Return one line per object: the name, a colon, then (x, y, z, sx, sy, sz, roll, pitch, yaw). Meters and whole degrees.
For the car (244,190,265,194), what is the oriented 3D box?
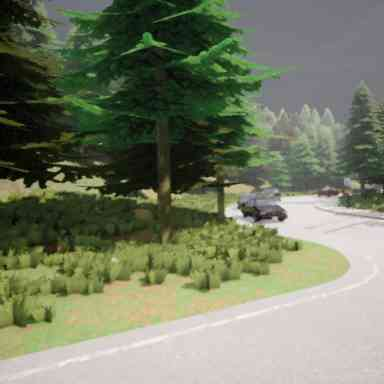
car: (5.632, 0.851, 32.398, 1.837, 1.490, 4.892, -1, 1, 17)

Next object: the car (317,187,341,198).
car: (21.157, 0.016, 51.198, 5.008, 1.535, 1.882, -3, 2, -43)

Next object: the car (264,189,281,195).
car: (9.756, 0.389, 41.791, 2.097, 1.767, 4.553, -1, 1, 29)

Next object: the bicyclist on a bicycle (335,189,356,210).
bicyclist on a bicycle: (11.985, 0.619, 25.991, 1.656, 1.620, 0.582, -2, 1, 1)

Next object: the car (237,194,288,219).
car: (4.717, 1.128, 22.576, 2.033, 1.411, 5.357, -2, 1, -5)

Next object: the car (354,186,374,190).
car: (29.939, -0.289, 56.978, 4.674, 1.442, 1.812, -2, 1, -16)
